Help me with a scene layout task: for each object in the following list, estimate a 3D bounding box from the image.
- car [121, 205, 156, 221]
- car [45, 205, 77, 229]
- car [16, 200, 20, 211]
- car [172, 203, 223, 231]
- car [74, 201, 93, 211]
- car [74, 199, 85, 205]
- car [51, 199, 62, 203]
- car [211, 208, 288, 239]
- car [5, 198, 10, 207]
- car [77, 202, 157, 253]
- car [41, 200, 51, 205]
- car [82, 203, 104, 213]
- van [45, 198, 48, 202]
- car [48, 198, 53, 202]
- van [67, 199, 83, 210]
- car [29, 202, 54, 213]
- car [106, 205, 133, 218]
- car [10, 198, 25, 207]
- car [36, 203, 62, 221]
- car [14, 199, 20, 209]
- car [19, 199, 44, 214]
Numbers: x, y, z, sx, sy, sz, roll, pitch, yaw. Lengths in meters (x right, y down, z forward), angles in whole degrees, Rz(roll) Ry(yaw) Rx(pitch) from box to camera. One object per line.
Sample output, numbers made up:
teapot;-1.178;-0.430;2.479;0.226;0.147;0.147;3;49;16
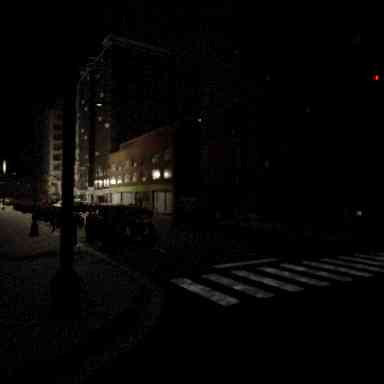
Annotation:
car;-5.496;2.078;33.788;1.887;1.381;4.507;1;-1;-32
car;-9.354;1.904;24.750;1.947;1.339;4.313;1;-1;-32
car;-24.253;2.231;48.916;1.802;1.307;4.206;1;-1;-32
car;0.465;1.723;24.124;2.192;1.841;5.009;1;-1;-32
car;-17.412;2.222;53.127;1.967;1.590;4.097;1;-1;-32
car;-16.322;2.150;46.522;1.882;1.535;5.008;1;-1;-31
car;-21.542;2.306;54.974;1.812;1.442;4.674;1;-1;-32
car;3.353;1.872;19.430;1.752;1.417;4.829;1;-1;-32
car;-39.150;2.270;73.088;2.192;1.841;5.009;1;-1;-32
car;-3.392;1.527;15.088;2.192;1.841;5.009;1;-1;-32
car;-38.268;2.790;86.964;1.802;1.307;4.206;1;-1;-32
car;-14.434;2.264;48.291;1.887;1.381;4.507;1;-1;-32
van;-32.308;2.429;77.300;1.690;1.788;3.998;1;-1;-32
car;-29.328;2.342;72.466;2.192;1.841;5.009;1;-1;-32
van;-20.390;2.184;57.963;1.690;1.788;3.998;1;-1;-32
car;-15.314;2.045;34.416;1.802;1.307;4.206;1;-1;-32
car;-8.475;2.177;38.621;1.802;1.307;4.206;1;-1;-32
car;-30.210;2.087;58.588;2.192;1.841;5.009;1;-1;-32
car;-12.334;1.945;29.583;1.887;1.381;4.507;1;-1;-32
car;-27.233;2.276;53.750;1.947;1.339;4.313;1;-1;-32
car;-21.272;2.027;44.086;1.967;1.590;4.097;1;-1;-32
